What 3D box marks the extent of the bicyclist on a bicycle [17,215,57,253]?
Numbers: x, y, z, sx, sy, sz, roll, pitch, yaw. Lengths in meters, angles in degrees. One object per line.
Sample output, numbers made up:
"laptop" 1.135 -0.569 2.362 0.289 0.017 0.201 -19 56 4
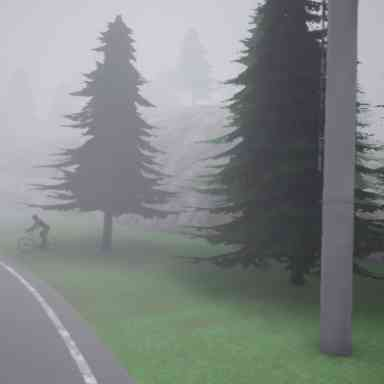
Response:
"bicyclist on a bicycle" -6.737 1.811 14.556 1.656 1.620 0.582 1 0 -43
